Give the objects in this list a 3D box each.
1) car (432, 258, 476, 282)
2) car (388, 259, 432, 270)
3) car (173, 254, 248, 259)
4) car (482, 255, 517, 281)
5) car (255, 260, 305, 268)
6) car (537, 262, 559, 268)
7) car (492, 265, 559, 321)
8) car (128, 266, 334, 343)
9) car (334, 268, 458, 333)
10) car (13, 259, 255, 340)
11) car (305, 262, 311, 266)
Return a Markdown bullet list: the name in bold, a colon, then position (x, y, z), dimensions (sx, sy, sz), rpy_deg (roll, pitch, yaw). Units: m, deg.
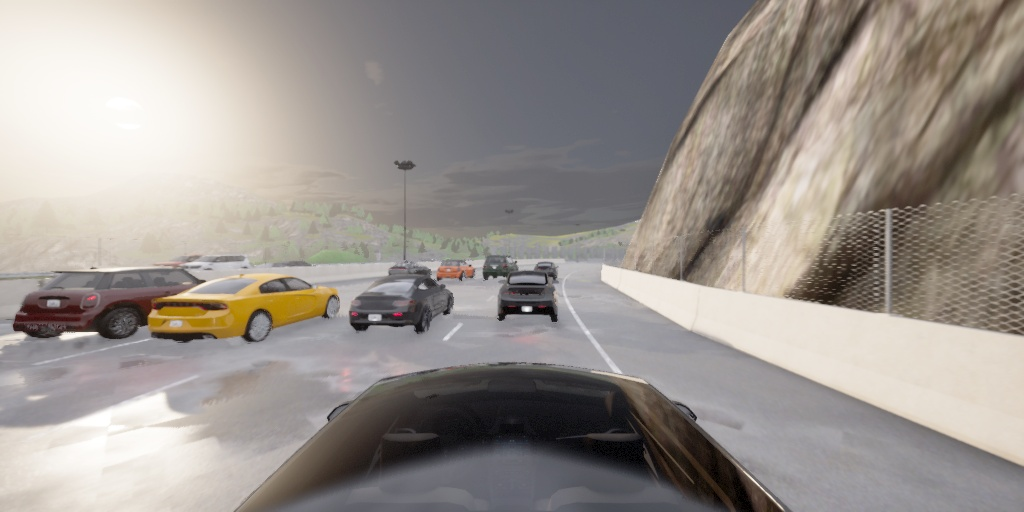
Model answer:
- **car**: position (-4.450, 1.072, 29.134), dimensions (2.097, 1.767, 4.553), rpy_deg (0, 0, 9)
- **car**: position (-8.095, 1.203, 28.639), dimensions (2.128, 1.511, 4.902), rpy_deg (0, 0, 9)
- **car**: position (-25.621, 0.887, 31.126), dimensions (2.150, 2.045, 5.566), rpy_deg (0, 0, 9)
- **car**: position (-0.872, 0.950, 29.504), dimensions (2.150, 2.045, 5.566), rpy_deg (0, 0, 10)
- **car**: position (-18.988, 1.211, 28.145), dimensions (1.812, 1.442, 4.674), rpy_deg (0, 0, 9)
- **car**: position (2.945, 1.242, 30.862), dimensions (1.837, 1.490, 4.892), rpy_deg (0, 0, 10)
- **car**: position (0.580, 1.249, 12.571), dimensions (1.837, 1.490, 4.892), rpy_deg (0, 0, 4)
- **car**: position (-6.609, 1.206, 9.655), dimensions (1.882, 1.535, 5.008), rpy_deg (0, 0, 3)
- **car**: position (-3.059, 1.262, 10.618), dimensions (1.812, 1.442, 4.674), rpy_deg (0, 0, 3)
- **car**: position (-10.074, 1.072, 10.086), dimensions (2.097, 1.767, 4.553), rpy_deg (0, 0, 3)
- **car**: position (-21.491, 1.180, 34.418), dimensions (1.837, 1.490, 4.892), rpy_deg (0, 0, 11)
